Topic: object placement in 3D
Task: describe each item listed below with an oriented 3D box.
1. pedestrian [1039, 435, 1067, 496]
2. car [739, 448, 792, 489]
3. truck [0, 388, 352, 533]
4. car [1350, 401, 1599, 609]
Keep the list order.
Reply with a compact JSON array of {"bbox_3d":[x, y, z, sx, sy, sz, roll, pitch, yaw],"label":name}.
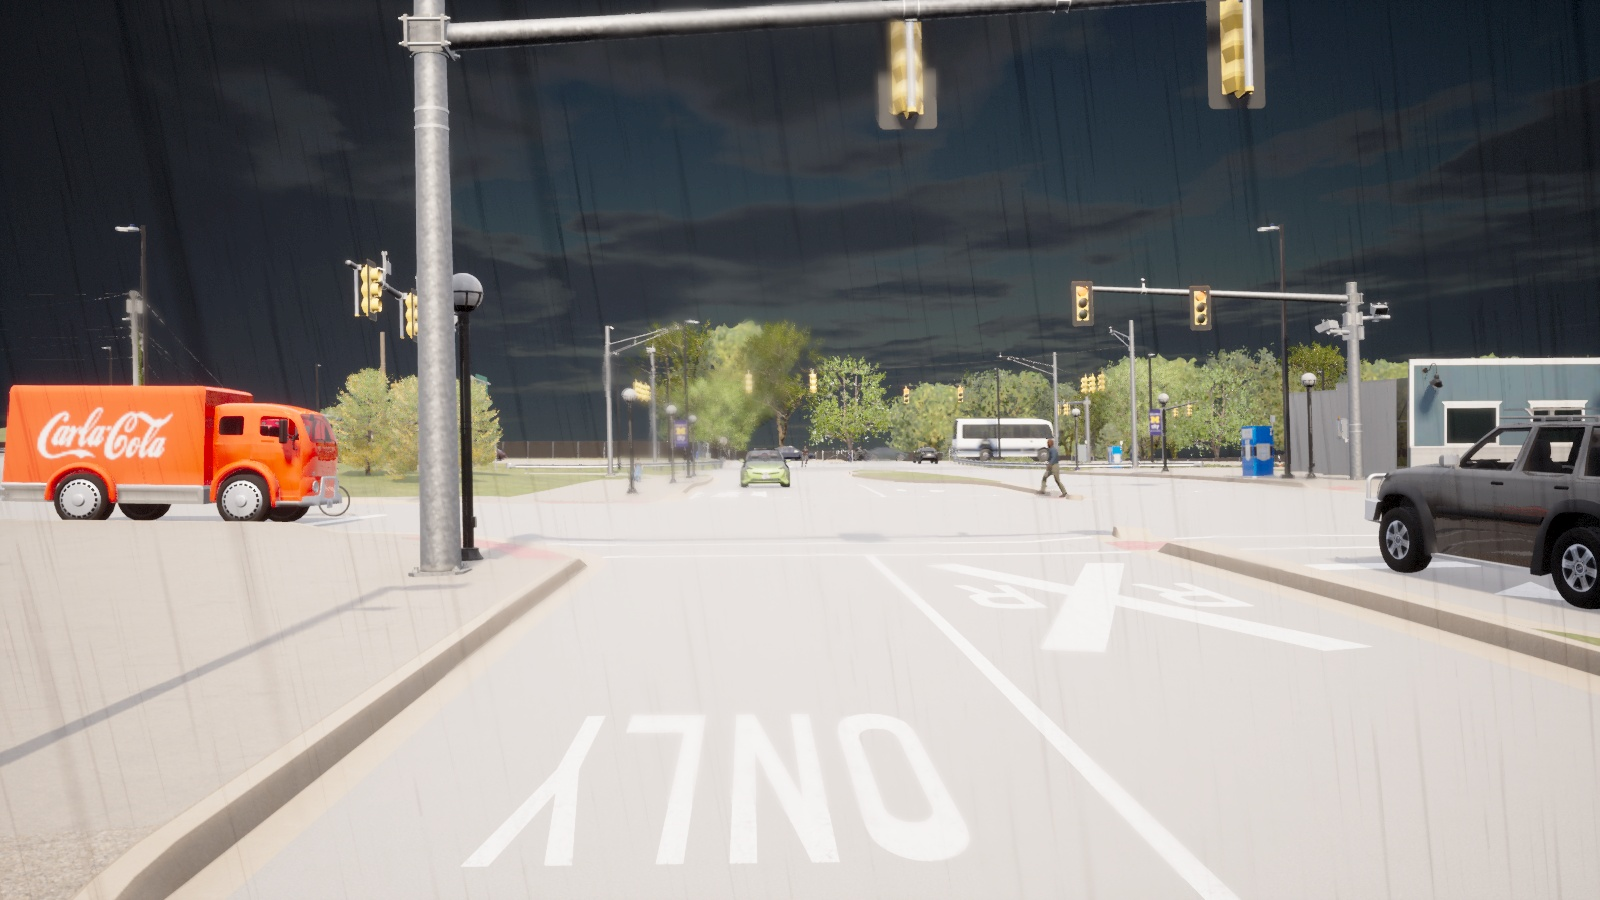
[{"bbox_3d":[7.761,0.478,38.591,0.726,1.835,0.370,-2,-1,0],"label":"pedestrian"},{"bbox_3d":[-1.398,0.692,49.926,2.007,1.525,4.514,-1,0,-2],"label":"car"},{"bbox_3d":[-11.174,0.198,22.732,5.204,2.467,2.627,0,-1,-2],"label":"truck"},{"bbox_3d":[7.887,0.437,13.015,1.932,1.855,4.605,-1,1,-7],"label":"car"}]
